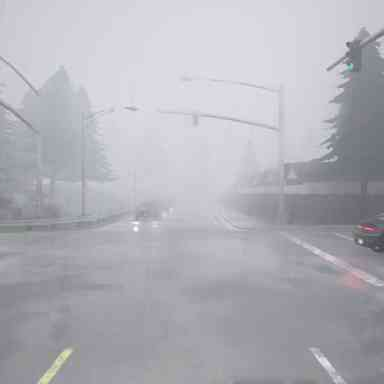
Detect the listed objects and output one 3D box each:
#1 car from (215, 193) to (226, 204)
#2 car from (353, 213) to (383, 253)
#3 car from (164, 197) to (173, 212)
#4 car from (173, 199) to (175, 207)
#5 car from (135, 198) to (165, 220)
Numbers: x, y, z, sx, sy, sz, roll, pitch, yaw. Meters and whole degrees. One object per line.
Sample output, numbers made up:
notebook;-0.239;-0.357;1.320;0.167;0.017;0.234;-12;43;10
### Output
car;6.882;1.206;60.868;5.566;2.045;2.150;0;0;-22
car;7.766;1.313;10.577;4.892;1.490;1.837;0;0;-1
car;-3.609;1.564;37.957;1.994;1.385;4.181;0;0;0
car;-3.528;1.504;48.312;1.837;1.490;4.892;0;0;2
car;-3.611;1.505;28.043;1.837;1.490;4.892;0;0;0
